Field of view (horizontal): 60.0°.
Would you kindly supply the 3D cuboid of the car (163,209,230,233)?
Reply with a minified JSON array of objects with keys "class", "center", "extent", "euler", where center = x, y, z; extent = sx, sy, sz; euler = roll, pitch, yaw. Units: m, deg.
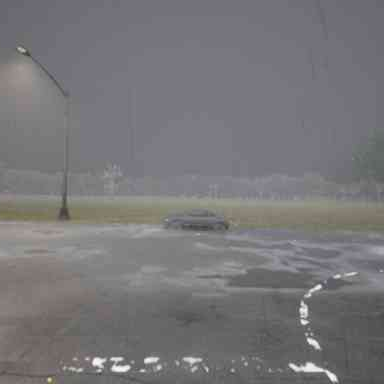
[{"class":"car","center":[0.288,1.799,21.119],"extent":[4.181,1.385,1.994],"euler":[2,0,0]}]
